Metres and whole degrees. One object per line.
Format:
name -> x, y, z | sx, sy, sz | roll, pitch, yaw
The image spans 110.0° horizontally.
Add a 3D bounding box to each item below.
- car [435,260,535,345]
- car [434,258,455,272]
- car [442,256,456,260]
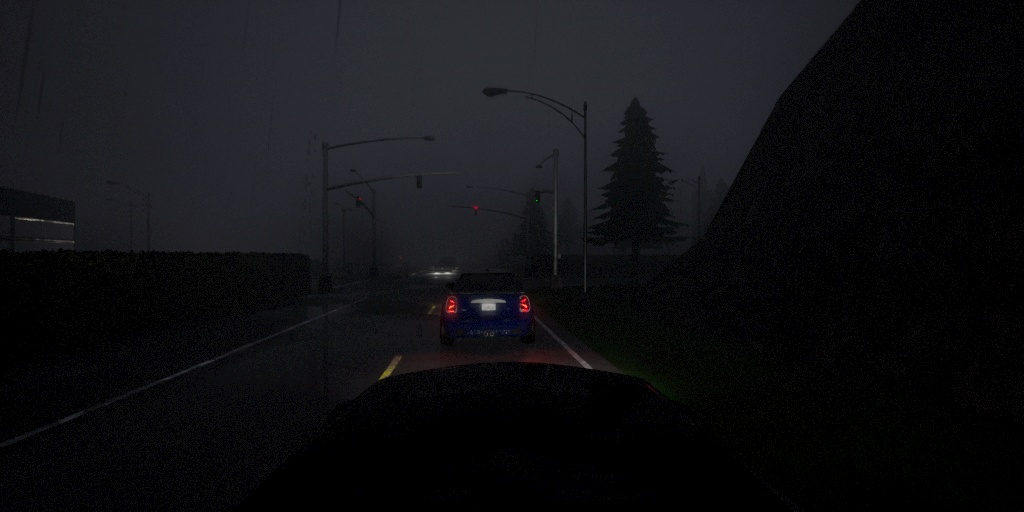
car -> -0.729, 1.102, 9.727 | 2.097, 1.767, 4.553 | 0, 0, -6
car -> -8.549, 1.313, 44.807 | 1.994, 1.385, 4.181 | 0, 0, -7
car -> -9.650, 0.971, 54.196 | 2.150, 2.045, 5.566 | 0, 0, -7
